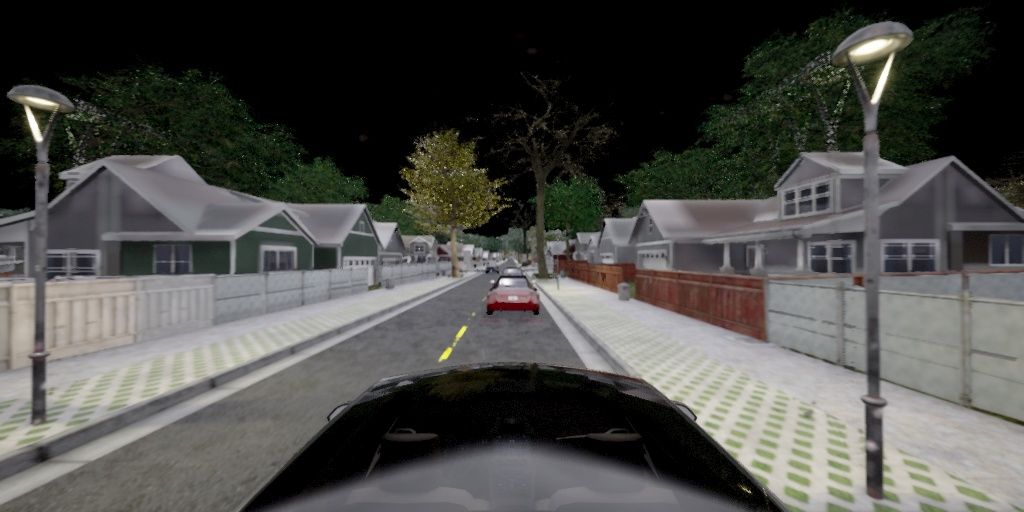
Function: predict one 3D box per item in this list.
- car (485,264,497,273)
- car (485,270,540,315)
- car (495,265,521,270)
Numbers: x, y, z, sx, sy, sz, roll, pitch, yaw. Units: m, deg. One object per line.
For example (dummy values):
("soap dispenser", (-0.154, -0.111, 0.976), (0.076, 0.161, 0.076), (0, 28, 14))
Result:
("car", (-2.764, 1.786, 51.202), (2.033, 1.411, 5.357), (0, -1, 1))
("car", (0.052, 1.440, 14.357), (1.994, 1.385, 4.181), (0, 0, 0))
("car", (0.034, 1.550, 27.069), (2.033, 1.411, 5.357), (0, -1, 1))
